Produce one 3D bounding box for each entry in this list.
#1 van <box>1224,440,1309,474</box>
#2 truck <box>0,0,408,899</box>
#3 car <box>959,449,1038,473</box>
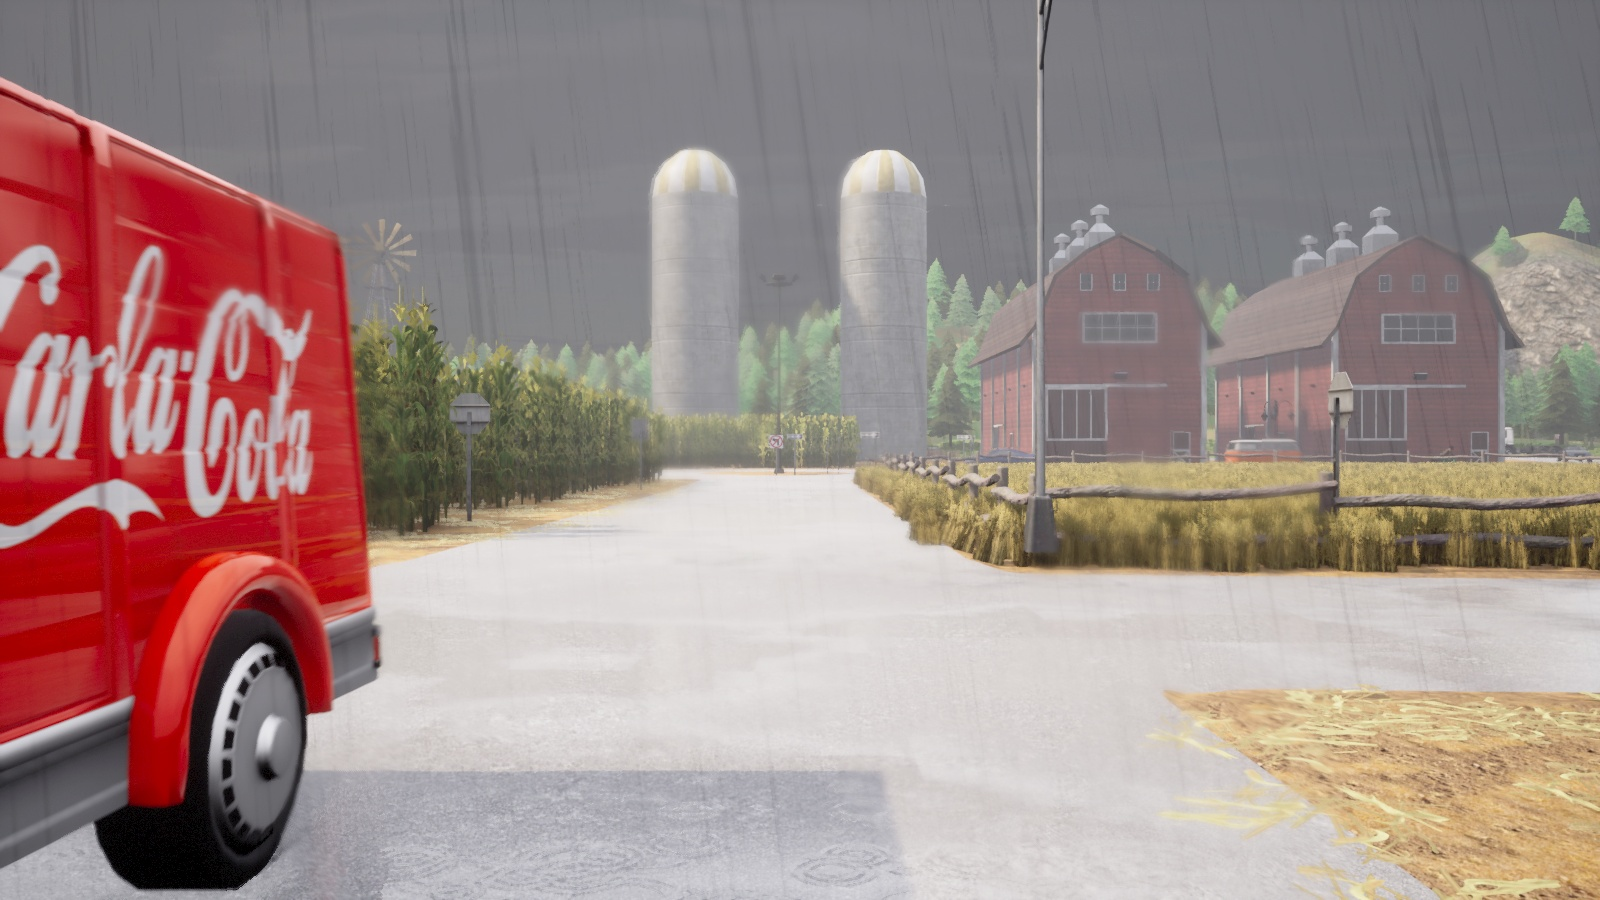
[{"bbox_3d":[27.721,0.417,74.694,4.442,1.987,1.775,0,0,-3],"label":"van"},{"bbox_3d":[-3.066,0.231,2.963,2.627,2.467,5.204,0,1,0],"label":"truck"},{"bbox_3d":[12.223,0.663,77.536,4.674,1.442,1.812,0,0,2],"label":"car"}]
